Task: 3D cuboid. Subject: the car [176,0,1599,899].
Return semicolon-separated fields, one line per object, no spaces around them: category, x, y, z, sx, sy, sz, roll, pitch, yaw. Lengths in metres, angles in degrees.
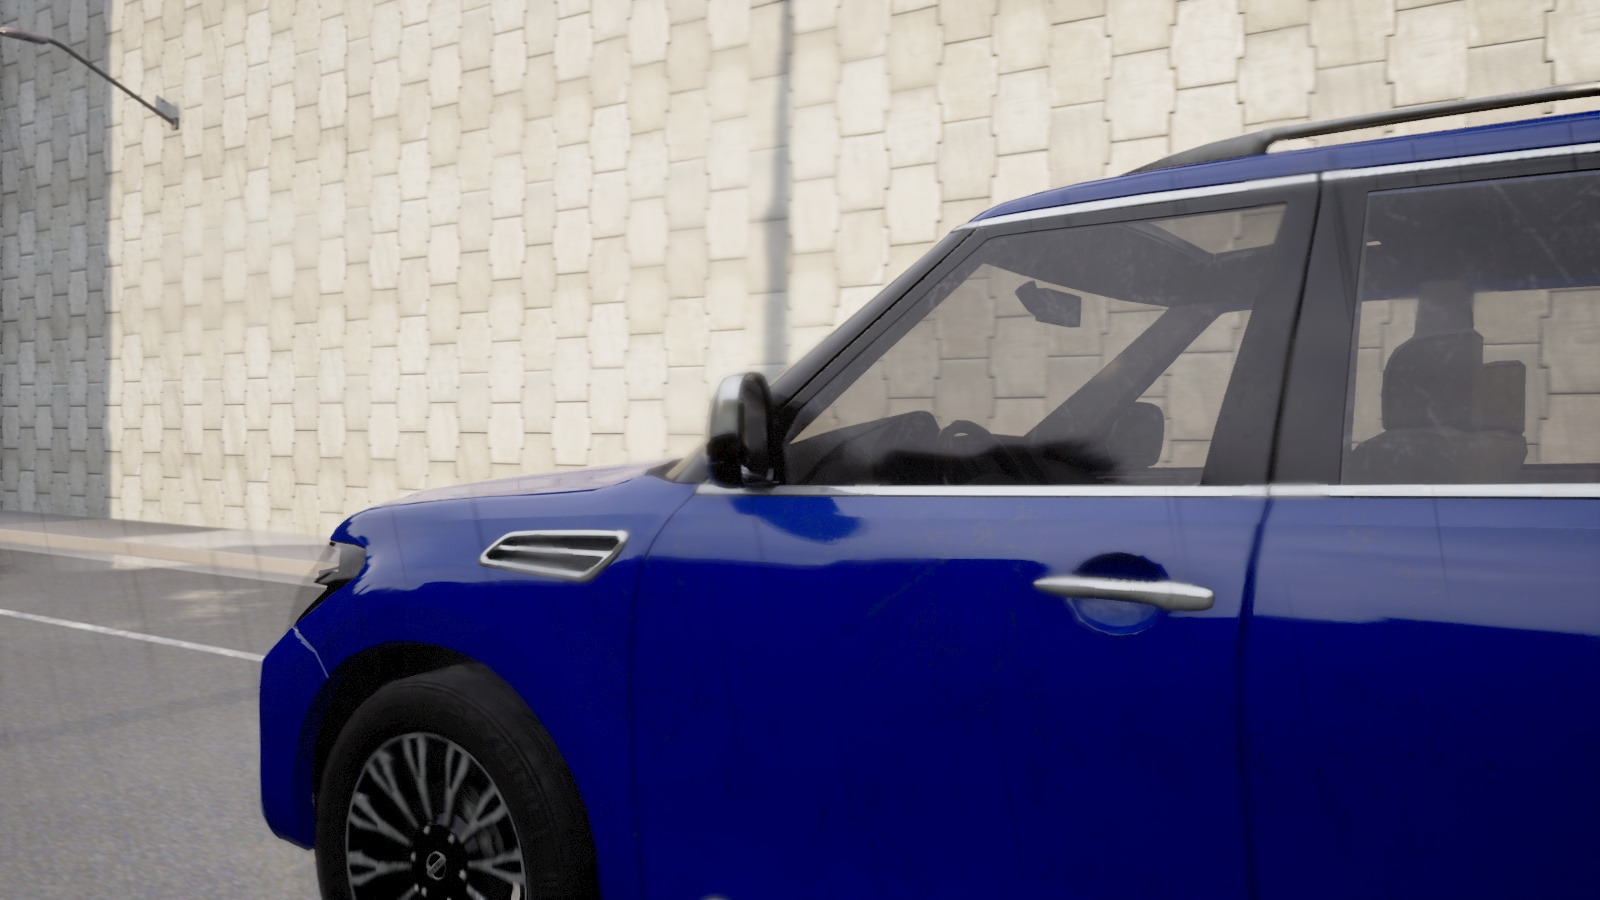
car;1.211;0.401;2.814;5.566;2.045;2.150;0;1;34
